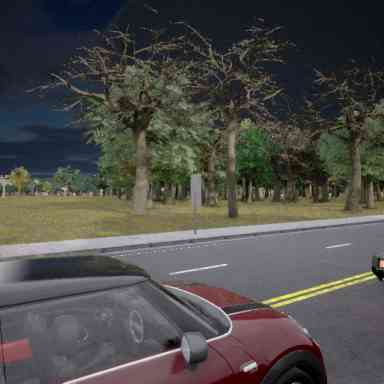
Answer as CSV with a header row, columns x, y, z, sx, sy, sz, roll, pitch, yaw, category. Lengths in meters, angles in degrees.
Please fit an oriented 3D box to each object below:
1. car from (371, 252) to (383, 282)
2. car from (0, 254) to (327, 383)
x,y,z,sx,sy,sz,roll,pitch,yaw,category
6.382,1.603,7.978,4.718,1.301,1.895,0,0,-35,car
-0.903,1.352,2.795,4.553,1.767,2.097,0,0,-35,car
